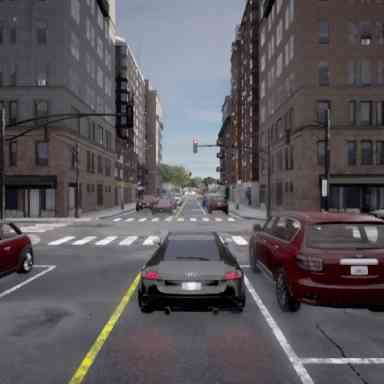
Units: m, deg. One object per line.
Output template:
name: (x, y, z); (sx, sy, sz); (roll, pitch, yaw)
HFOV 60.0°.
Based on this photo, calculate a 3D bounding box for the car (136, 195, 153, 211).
car: (-5.475, 1.305, 40.164); (2.192, 1.841, 5.009); (0, 0, 0)

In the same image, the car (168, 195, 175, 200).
car: (-5.526, 1.558, 89.698); (1.802, 1.307, 4.206); (0, 0, 0)

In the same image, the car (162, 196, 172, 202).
car: (-5.509, 1.525, 73.186); (1.887, 1.381, 4.507); (0, 0, 0)

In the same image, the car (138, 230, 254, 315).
car: (0.014, 1.562, 7.640); (1.994, 1.385, 4.181); (0, 0, 1)

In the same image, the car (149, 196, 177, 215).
car: (-2.893, 1.470, 33.692); (1.882, 1.535, 5.008); (0, 0, 0)

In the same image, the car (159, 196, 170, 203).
car: (-5.503, 1.527, 67.683); (1.887, 1.381, 4.507); (0, 0, 0)

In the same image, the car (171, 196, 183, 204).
car: (-2.847, 1.547, 63.185); (1.994, 1.385, 4.181); (0, 0, 1)

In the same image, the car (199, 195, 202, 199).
car: (2.615, 1.302, 51.184); (2.192, 1.841, 5.009); (0, 0, 0)

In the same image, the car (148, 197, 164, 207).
car: (-5.486, 1.538, 51.172); (2.008, 1.369, 4.403); (0, 0, 0)

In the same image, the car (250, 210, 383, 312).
car: (2.628, 1.313, 7.617); (2.192, 1.841, 5.009); (0, 0, 0)

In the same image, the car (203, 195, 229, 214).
car: (2.652, 1.307, 34.673); (2.192, 1.841, 5.009); (0, 0, 0)

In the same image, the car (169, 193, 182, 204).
car: (-2.843, 1.208, 53.126); (2.150, 2.045, 5.566); (0, 0, 1)

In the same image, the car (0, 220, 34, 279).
car: (-5.397, 1.438, 7.605); (1.967, 1.590, 4.097); (0, 0, 0)

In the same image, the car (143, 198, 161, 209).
car: (-5.481, 1.554, 45.668); (1.947, 1.339, 4.313); (0, 0, 0)

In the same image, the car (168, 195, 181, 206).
car: (-2.890, 1.481, 43.246); (2.128, 1.511, 4.902); (0, 0, 0)
